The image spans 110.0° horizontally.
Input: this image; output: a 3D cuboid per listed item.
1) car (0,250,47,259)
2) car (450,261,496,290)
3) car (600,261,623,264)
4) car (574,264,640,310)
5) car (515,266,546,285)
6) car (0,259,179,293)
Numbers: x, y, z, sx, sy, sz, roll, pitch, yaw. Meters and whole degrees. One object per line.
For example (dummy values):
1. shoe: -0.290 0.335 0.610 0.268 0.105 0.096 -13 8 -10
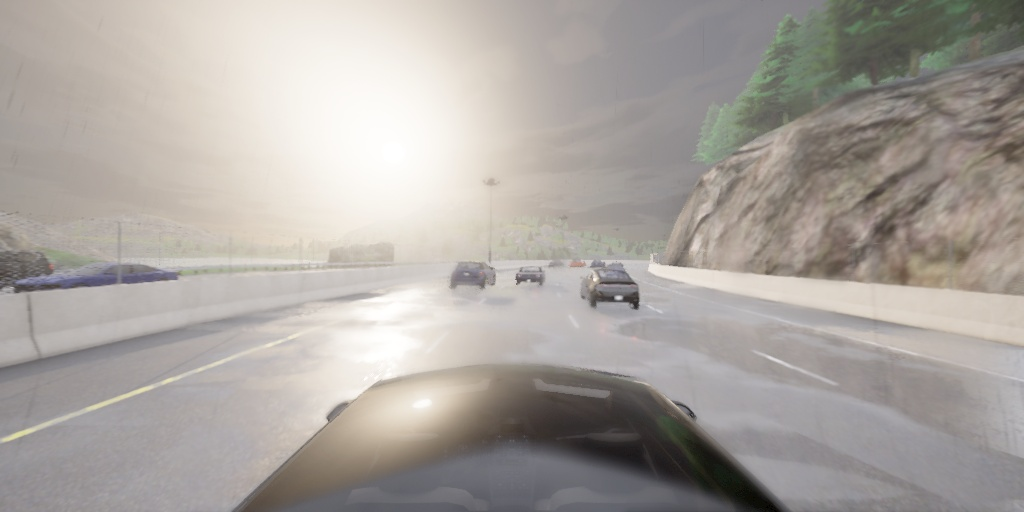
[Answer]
1. car: -24.113 0.714 15.636 2.150 2.045 5.566 1 0 4
2. car: -2.291 1.072 22.331 2.097 1.767 4.553 1 0 7
3. car: 9.996 1.457 35.028 2.033 1.411 5.357 1 0 13
4. car: 4.041 1.306 15.334 2.128 1.511 4.902 1 0 5
5. car: 1.453 1.378 26.134 1.895 1.301 4.718 1 0 8
6. car: -17.130 1.016 15.207 1.882 1.535 5.008 1 0 4
